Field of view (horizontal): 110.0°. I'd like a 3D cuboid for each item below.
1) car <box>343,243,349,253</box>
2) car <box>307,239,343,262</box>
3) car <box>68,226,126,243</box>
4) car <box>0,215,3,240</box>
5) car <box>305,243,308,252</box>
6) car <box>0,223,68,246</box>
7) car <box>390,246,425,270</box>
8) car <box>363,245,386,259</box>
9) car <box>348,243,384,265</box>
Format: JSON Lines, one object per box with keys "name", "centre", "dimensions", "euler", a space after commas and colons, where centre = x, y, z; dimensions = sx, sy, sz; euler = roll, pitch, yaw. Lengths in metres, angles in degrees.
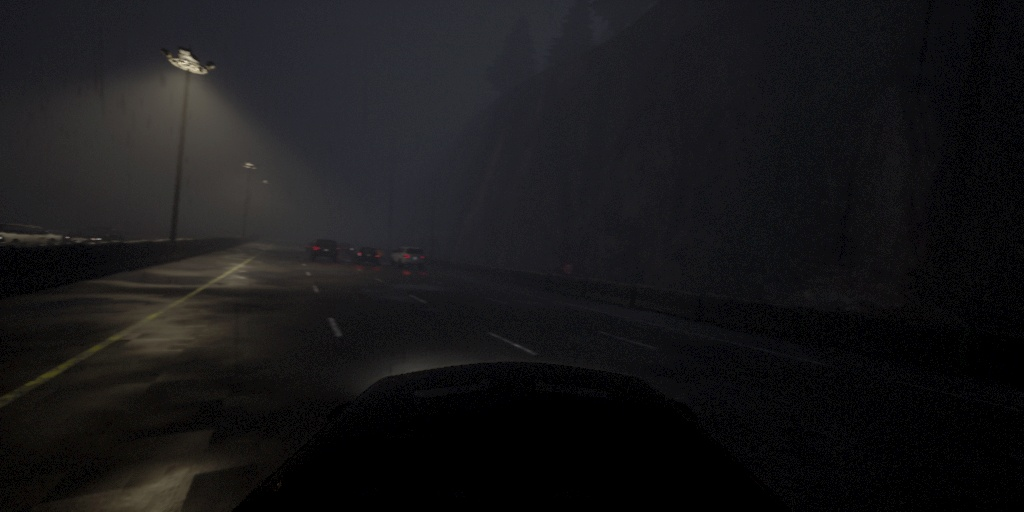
{"name": "car", "centre": [-23.229, -1.081, 49.508], "dimensions": [2.097, 1.767, 4.553], "euler": [5, 1, -31]}
{"name": "car", "centre": [-17.956, -0.597, 34.296], "dimensions": [2.150, 2.045, 5.566], "euler": [5, 1, -31]}
{"name": "car", "centre": [-28.499, -1.254, 24.638], "dimensions": [2.128, 1.511, 4.902], "euler": [5, 0, -31]}
{"name": "car", "centre": [-35.455, -1.963, 22.667], "dimensions": [2.097, 1.767, 4.553], "euler": [5, 0, -32]}
{"name": "car", "centre": [-26.809, -1.200, 48.639], "dimensions": [1.994, 1.385, 4.181], "euler": [5, 1, -32]}
{"name": "car", "centre": [-23.571, -0.870, 16.714], "dimensions": [1.895, 1.301, 4.718], "euler": [5, 0, -32]}
{"name": "car", "centre": [-10.212, 0.110, 34.984], "dimensions": [2.150, 2.045, 5.566], "euler": [5, 0, -31]}
{"name": "car", "centre": [-18.893, -0.538, 49.081], "dimensions": [1.882, 1.535, 5.008], "euler": [5, 1, -31]}
{"name": "car", "centre": [-14.435, -0.148, 35.194], "dimensions": [2.097, 1.767, 4.553], "euler": [5, 0, -31]}
